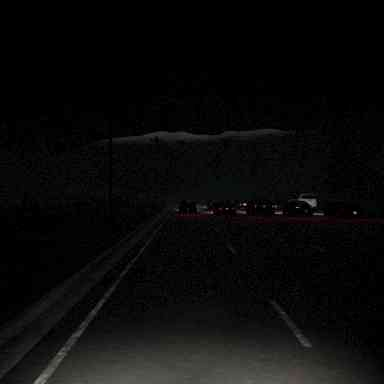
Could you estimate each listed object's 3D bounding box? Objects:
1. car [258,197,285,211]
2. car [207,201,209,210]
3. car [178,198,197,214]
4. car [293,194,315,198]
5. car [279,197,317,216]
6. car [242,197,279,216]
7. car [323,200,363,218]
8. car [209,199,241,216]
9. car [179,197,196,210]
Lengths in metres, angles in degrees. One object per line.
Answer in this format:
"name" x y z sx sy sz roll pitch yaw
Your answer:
"car" 9.957 1.492 42.063 2.128 1.511 4.902 0 0 -1
"car" 2.938 1.601 43.149 1.895 1.301 4.718 0 0 -1
"car" -0.441 1.492 35.567 2.128 1.511 4.902 0 0 -1
"car" 13.480 1.222 40.994 2.150 2.045 5.566 0 0 -1
"car" 10.115 1.526 31.936 1.812 1.442 4.674 0 0 -1
"car" 6.602 1.352 32.670 2.097 1.767 4.553 0 0 -1
"car" 13.641 1.504 30.343 1.837 1.490 4.892 0 0 -1
"car" 3.110 1.547 32.491 2.033 1.411 5.357 0 0 -1
"car" -0.592 1.491 44.980 2.128 1.511 4.902 0 0 -1
